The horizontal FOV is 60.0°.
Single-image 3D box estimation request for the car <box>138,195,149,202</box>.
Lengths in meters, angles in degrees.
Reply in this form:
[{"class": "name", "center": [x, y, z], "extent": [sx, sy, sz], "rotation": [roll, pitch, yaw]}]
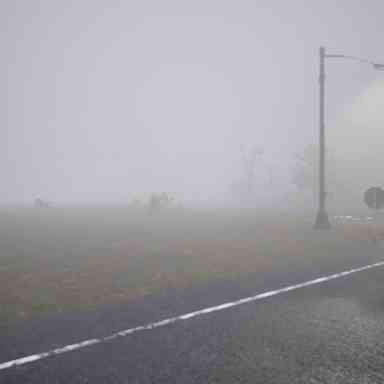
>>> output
[{"class": "car", "center": [-9.533, 1.231, 65.740], "extent": [2.033, 1.411, 5.357], "rotation": [0, 0, -34]}]
